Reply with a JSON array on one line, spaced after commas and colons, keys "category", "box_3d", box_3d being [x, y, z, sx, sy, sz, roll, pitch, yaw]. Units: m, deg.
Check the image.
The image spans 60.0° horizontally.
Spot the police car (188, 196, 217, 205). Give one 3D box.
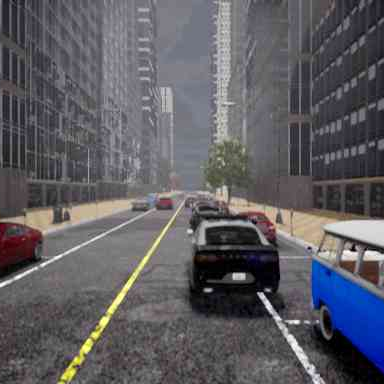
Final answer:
[{"category": "police car", "box_3d": [0.858, 1.326, 24.889, 1.930, 1.638, 5.238, 0, 0, 0]}]

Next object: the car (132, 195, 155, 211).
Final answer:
[{"category": "car", "box_3d": [-5.756, 1.398, 37.907, 2.008, 1.369, 4.403, 0, 0, 0]}]

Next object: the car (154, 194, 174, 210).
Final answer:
[{"category": "car", "box_3d": [-3.167, 1.317, 39.546, 1.882, 1.535, 5.008, 0, 0, 0]}]

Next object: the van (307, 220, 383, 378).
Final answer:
[{"category": "van", "box_3d": [2.686, 1.326, 3.763, 1.690, 1.788, 3.998, 0, 0, 0]}]

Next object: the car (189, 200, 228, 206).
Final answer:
[{"category": "car", "box_3d": [0.868, 1.430, 18.780, 1.837, 1.490, 4.892, 0, 0, 0]}]

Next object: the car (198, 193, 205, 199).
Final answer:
[{"category": "car", "box_3d": [2.534, 1.111, 89.150, 1.887, 1.381, 4.507, 0, 0, 0]}]

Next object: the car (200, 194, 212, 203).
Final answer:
[{"category": "car", "box_3d": [2.585, 1.171, 60.687, 1.967, 1.590, 4.097, 0, 0, 0]}]

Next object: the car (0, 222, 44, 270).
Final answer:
[{"category": "car", "box_3d": [-5.705, 1.544, 9.444, 1.802, 1.307, 4.206, 0, 0, 0]}]

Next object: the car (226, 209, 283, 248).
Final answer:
[{"category": "car", "box_3d": [2.665, 1.521, 15.148, 1.802, 1.307, 4.206, 0, 0, 0]}]

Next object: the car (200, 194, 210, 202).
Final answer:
[{"category": "car", "box_3d": [2.574, 1.140, 66.379, 1.967, 1.590, 4.097, 0, 0, 0]}]

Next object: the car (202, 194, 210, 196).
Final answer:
[{"category": "car", "box_3d": [2.615, 1.372, 43.610, 2.008, 1.369, 4.403, 0, 0, 0]}]

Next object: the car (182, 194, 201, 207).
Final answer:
[{"category": "car", "box_3d": [-0.069, 1.333, 46.396, 1.812, 1.442, 4.674, 0, 0, 0]}]

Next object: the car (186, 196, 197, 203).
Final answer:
[{"category": "car", "box_3d": [-0.106, 1.333, 60.385, 1.895, 1.301, 4.718, 0, 0, 0]}]

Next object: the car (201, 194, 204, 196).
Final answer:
[{"category": "car", "box_3d": [2.605, 1.344, 49.303, 2.008, 1.369, 4.403, 0, 0, 0]}]

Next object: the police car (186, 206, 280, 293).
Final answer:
[{"category": "police car", "box_3d": [0.886, 1.389, 8.889, 1.930, 1.638, 5.238, 0, 0, 0]}]
